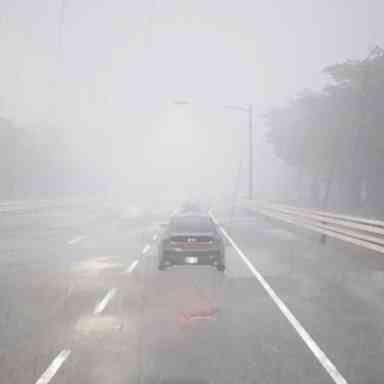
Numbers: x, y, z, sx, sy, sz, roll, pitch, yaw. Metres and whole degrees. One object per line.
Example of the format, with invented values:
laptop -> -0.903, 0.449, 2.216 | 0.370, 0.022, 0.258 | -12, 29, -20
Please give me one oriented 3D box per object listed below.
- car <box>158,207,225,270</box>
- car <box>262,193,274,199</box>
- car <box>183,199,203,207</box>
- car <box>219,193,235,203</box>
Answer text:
car -> -0.011, 1.455, 10.798 | 1.837, 1.490, 4.892 | 0, 0, 0
car -> 18.756, 0.920, 83.269 | 2.097, 1.767, 4.553 | 0, 0, 41
car -> 0.090, 1.393, 33.495 | 2.033, 1.411, 5.357 | 0, 0, 3
car -> 6.626, 1.054, 62.675 | 2.097, 1.767, 4.553 | 0, 0, 23
